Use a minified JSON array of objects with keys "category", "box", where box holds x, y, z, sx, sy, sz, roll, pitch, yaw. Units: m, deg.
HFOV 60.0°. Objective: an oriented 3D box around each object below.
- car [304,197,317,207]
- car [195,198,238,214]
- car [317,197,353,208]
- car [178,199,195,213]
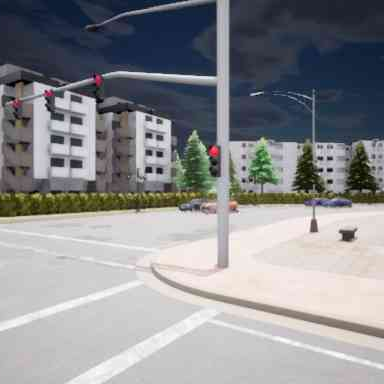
[{"category":"car","box":[19.218,1.519,50.276,4.674,1.442,1.812,0,0,-21]},{"category":"car","box":[2.861,1.342,34.726,2.097,1.767,4.553,0,0,43]},{"category":"car","box":[20.526,1.520,47.033,4.674,1.442,1.812,0,0,-21]},{"category":"car","box":[0.566,1.493,37.426,1.837,1.490,4.892,-1,0,44]}]
